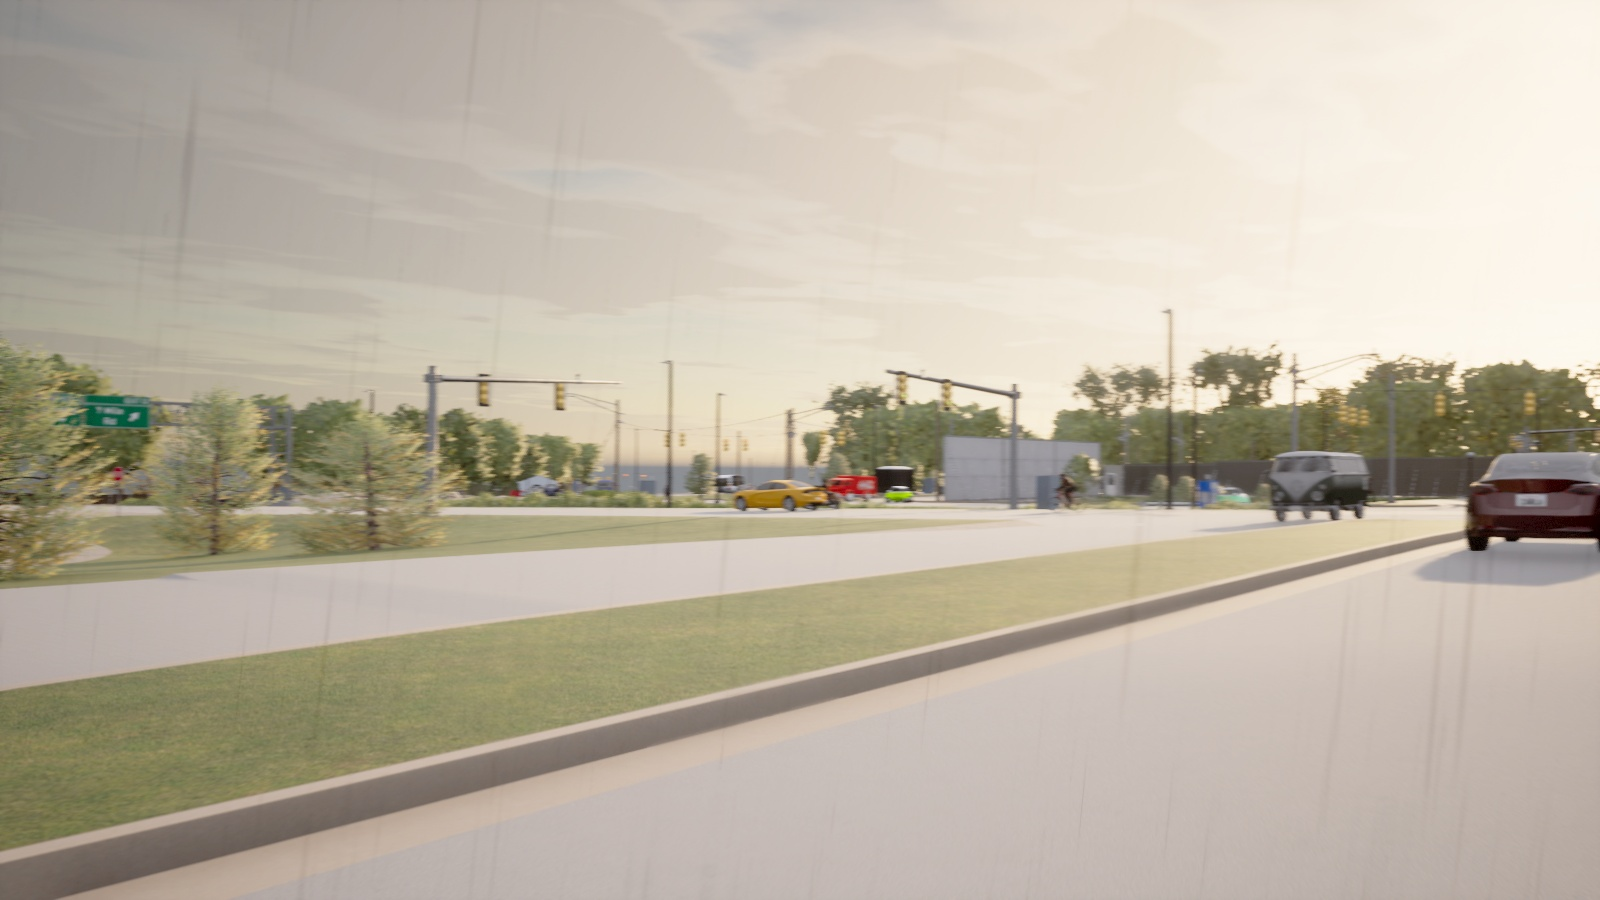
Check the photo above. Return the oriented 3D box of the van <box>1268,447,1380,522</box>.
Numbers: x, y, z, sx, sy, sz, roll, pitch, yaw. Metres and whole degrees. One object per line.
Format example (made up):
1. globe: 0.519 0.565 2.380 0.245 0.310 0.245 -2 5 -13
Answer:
1. van: 14.974 0.974 35.759 1.775 1.987 4.442 -3 -2 38

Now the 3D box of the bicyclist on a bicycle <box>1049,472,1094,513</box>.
1. bicyclist on a bicycle: 11.115 1.740 51.406 1.656 1.620 0.582 -3 -2 39

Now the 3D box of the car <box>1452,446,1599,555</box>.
1. car: 11.828 0.725 19.467 2.163 1.488 4.792 -2 -1 38

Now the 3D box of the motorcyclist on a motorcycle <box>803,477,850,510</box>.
1. motorcyclist on a motorcycle: 1.335 2.231 63.723 2.350 1.649 0.766 -2 -2 39

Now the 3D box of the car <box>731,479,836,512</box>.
1. car: -0.841 2.216 60.982 5.008 1.535 1.882 -2 -2 39

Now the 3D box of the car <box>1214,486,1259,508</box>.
1. car: 27.215 2.934 78.293 2.207 1.376 1.481 -2 -2 39
